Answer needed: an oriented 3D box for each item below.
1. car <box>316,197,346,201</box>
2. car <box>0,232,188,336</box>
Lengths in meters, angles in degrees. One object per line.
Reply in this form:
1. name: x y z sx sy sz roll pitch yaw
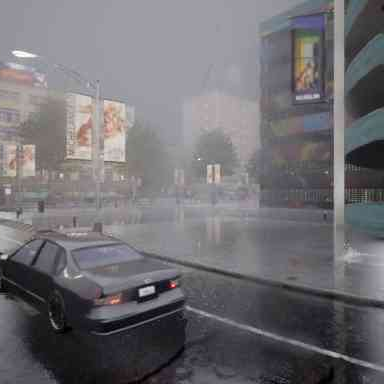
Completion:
1. car: 17.422 1.320 42.551 4.674 1.452 2.002 0 0 -42
2. car: -2.470 1.547 6.792 5.357 1.411 2.033 0 0 45
